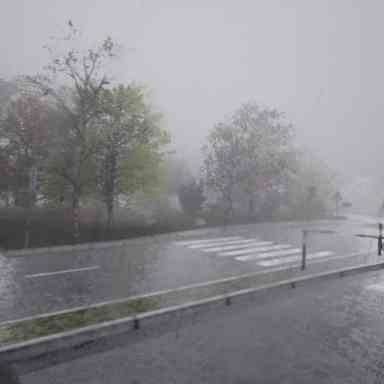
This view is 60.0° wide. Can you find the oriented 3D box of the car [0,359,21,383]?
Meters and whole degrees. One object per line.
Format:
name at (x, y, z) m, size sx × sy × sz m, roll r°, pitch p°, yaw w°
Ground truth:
car at (-3.213, 1.503, 1.146) m, size 4.892 × 1.490 × 1.837 m, roll 0°, pitch 0°, yaw -36°
